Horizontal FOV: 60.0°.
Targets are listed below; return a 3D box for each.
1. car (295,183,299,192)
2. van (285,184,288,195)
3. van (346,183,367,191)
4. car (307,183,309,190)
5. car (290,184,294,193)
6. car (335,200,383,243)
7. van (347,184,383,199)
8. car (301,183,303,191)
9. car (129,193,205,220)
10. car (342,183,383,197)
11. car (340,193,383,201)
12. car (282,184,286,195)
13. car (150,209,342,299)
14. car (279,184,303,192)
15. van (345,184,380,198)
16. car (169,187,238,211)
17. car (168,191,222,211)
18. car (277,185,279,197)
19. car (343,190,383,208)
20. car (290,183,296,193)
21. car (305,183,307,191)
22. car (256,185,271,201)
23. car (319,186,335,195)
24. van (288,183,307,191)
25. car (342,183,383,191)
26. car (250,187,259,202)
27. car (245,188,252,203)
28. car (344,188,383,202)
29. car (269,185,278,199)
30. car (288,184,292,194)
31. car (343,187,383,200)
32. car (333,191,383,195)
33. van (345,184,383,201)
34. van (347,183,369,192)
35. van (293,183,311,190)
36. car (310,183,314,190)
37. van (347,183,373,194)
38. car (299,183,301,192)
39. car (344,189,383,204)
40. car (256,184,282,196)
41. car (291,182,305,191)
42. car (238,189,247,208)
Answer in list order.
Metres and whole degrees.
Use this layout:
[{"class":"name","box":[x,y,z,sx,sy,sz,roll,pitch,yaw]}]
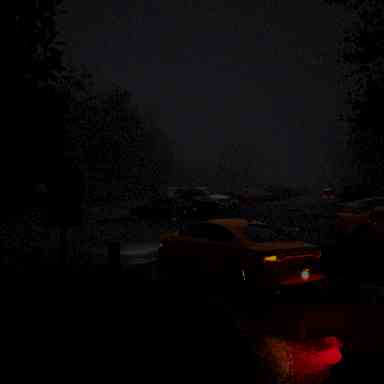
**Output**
[{"class":"car","box":[16.706,-0.443,62.327,5.366,1.575,1.946,1,2,25]},{"class":"van","box":[12.288,-0.335,52.133,4.442,1.987,1.878,1,2,25]},{"class":"van","box":[39.173,-1.202,79.385,4.442,1.987,1.878,1,2,25]},{"class":"car","box":[23.907,-0.926,77.340,5.008,1.535,2.097,1,2,25]},{"class":"car","box":[14.501,-0.245,57.232,4.792,1.488,2.163,1,2,25]},{"class":"car","box":[8.841,1.367,14.110,5.008,1.535,2.097,1,3,25]},{"class":"van","box":[24.111,-0.138,46.543,4.442,1.987,1.878,1,2,25]},{"class":"car","box":[19.214,-0.599,67.281,4.892,1.521,2.231,1,2,25]},{"class":"car","box":[-1.917,1.101,22.042,4.792,1.488,2.163,1,3,25]},{"class":"car","box":[26.321,-0.328,51.622,5.566,2.045,2.435,1,2,25]},{"class":"car","box":[10.045,1.137,16.599,4.553,1.767,2.185,1,3,25]},{"class":"car","box":[11.035,0.000,49.663,4.792,1.488,2.163,1,2,25]},{"class":"car","box":[0.883,1.407,8.417,1.882,1.535,5.008,2,-1,-31]},{"class":"car","box":[21.538,-0.889,72.317,4.553,1.767,2.185,1,2,25]},{"class":"van","box":[25.071,-0.223,49.151,4.442,1.987,1.878,1,2,25]},{"class":"car","box":[0.481,0.610,27.034,5.566,2.045,2.435,1,3,25]},{"class":"car","box":[-0.713,0.966,24.540,5.008,1.535,2.097,1,3,25]},{"class":"car","box":[8.657,0.143,44.647,4.892,1.521,2.231,1,2,25]},{"class":"car","box":[16.961,0.663,31.567,4.792,1.488,2.163,1,3,25]},{"class":"car","box":[15.674,-0.326,59.747,4.792,1.488,2.163,1,2,25]},{"class":"car","box":[22.711,-0.970,74.832,4.553,1.767,2.185,1,2,25]},{"class":"car","box":[6.204,0.325,39.814,5.366,1.575,1.946,1,3,25]},{"class":"car","box":[23.715,-0.267,57.658,2.128,1.511,4.902,1,2,25]},{"class":"van","box":[26.153,-1.316,82.409,4.442,1.987,1.878,1,2,25]},{"class":"car","box":[15.841,0.489,29.024,5.566,2.045,2.435,1,3,25]},{"class":"car","box":[3.806,0.538,34.676,5.366,1.575,1.946,1,3,25]},{"class":"car","box":[2.807,0.650,32.082,4.892,1.521,2.231,1,3,25]},{"class":"car","box":[20.522,0.368,39.064,4.792,1.488,2.163,1,2,25]},{"class":"car","box":[7.661,0.235,42.059,5.366,1.575,1.946,1,2,25]},{"class":"car","box":[13.328,-0.164,54.717,4.792,1.488,2.163,1,2,25]},{"class":"car","box":[22.840,0.167,44.089,5.008,1.535,2.097,1,2,25]},{"class":"car","box":[13.307,0.945,24.108,5.366,1.575,1.946,1,3,25]},{"class":"van","box":[21.560,0.024,41.605,4.442,1.987,1.878,1,2,25]},{"class":"van","box":[37.041,-1.036,74.261,4.442,1.987,1.878,1,2,25]},{"class":"van","box":[29.665,-1.486,89.941,4.442,1.987,1.878,1,1,25]},{"class":"car","box":[27.457,-1.421,84.862,5.566,2.045,2.435,1,2,25]},{"class":"van","box":[32.358,-0.711,64.223,4.442,1.987,1.878,1,2,25]},{"class":"car","box":[18.053,-0.517,64.761,4.892,1.521,2.231,1,2,25]},{"class":"car","box":[19.406,0.457,36.673,4.792,1.488,2.163,1,2,25]},{"class":"car","box":[9.865,-0.071,47.145,4.553,1.767,2.185,1,2,25]},{"class":"car","box":[20.225,-0.687,69.871,5.366,1.575,1.946,1,2,25]},{"class":"car","box":[1.797,0.755,29.492,5.366,1.575,1.946,1,3,25]}]
